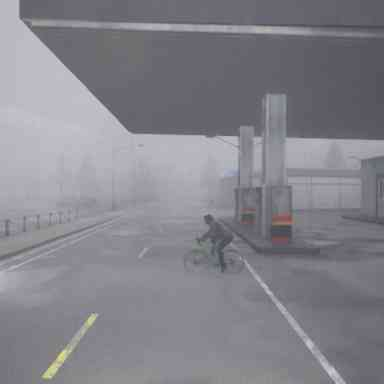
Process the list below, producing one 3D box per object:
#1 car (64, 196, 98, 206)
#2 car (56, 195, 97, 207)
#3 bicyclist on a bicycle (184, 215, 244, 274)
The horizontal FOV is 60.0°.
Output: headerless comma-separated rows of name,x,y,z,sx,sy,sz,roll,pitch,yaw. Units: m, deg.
car,-16.795,1.314,50.494,4.514,1.523,2.007,0,0,-1
car,-16.705,1.307,47.358,5.027,1.636,2.152,0,0,-1
bicyclist on a bicycle,0.603,1.448,9.076,1.656,1.620,0.582,0,0,0
